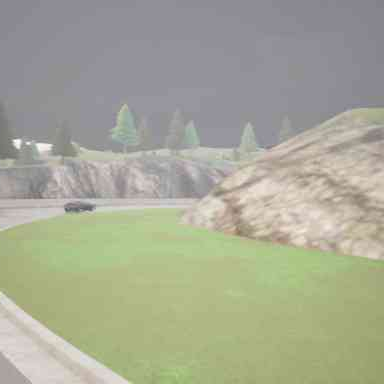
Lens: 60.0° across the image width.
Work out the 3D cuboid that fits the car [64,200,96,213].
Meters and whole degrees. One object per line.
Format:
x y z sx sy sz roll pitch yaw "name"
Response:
-13.755 1.767 40.997 2.128 1.511 4.902 0 -1 14 "car"
